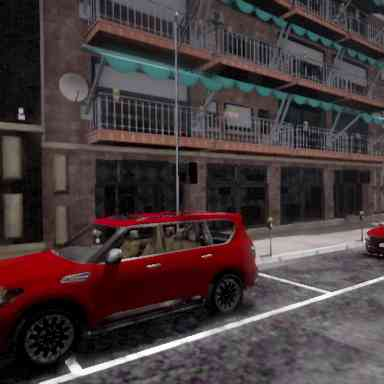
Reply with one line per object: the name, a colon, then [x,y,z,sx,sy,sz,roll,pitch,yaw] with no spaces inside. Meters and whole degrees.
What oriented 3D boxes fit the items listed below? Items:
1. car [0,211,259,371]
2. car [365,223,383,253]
car: [-1.018,1.311,5.851,5.009,1.841,2.192,0,-1,-35]
car: [8.209,1.537,12.428,4.507,1.381,1.887,0,-1,-35]
